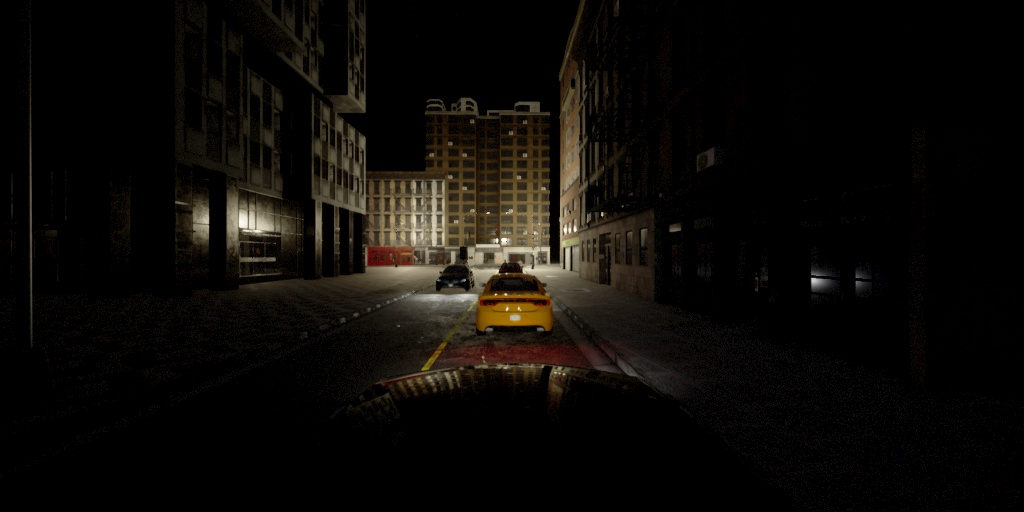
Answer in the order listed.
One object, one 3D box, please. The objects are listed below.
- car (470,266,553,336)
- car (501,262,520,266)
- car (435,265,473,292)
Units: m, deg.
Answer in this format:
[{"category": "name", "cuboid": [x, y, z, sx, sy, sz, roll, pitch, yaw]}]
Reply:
[{"category": "car", "cuboid": [0.041, 1.226, 10.478, 1.882, 1.535, 5.008, 0, 0, -1]}, {"category": "car", "cuboid": [-0.096, 1.213, 28.315, 1.882, 1.535, 5.008, 0, 0, 0]}, {"category": "car", "cuboid": [-3.244, 1.268, 21.204, 1.812, 1.442, 4.674, 0, 0, 0]}]
